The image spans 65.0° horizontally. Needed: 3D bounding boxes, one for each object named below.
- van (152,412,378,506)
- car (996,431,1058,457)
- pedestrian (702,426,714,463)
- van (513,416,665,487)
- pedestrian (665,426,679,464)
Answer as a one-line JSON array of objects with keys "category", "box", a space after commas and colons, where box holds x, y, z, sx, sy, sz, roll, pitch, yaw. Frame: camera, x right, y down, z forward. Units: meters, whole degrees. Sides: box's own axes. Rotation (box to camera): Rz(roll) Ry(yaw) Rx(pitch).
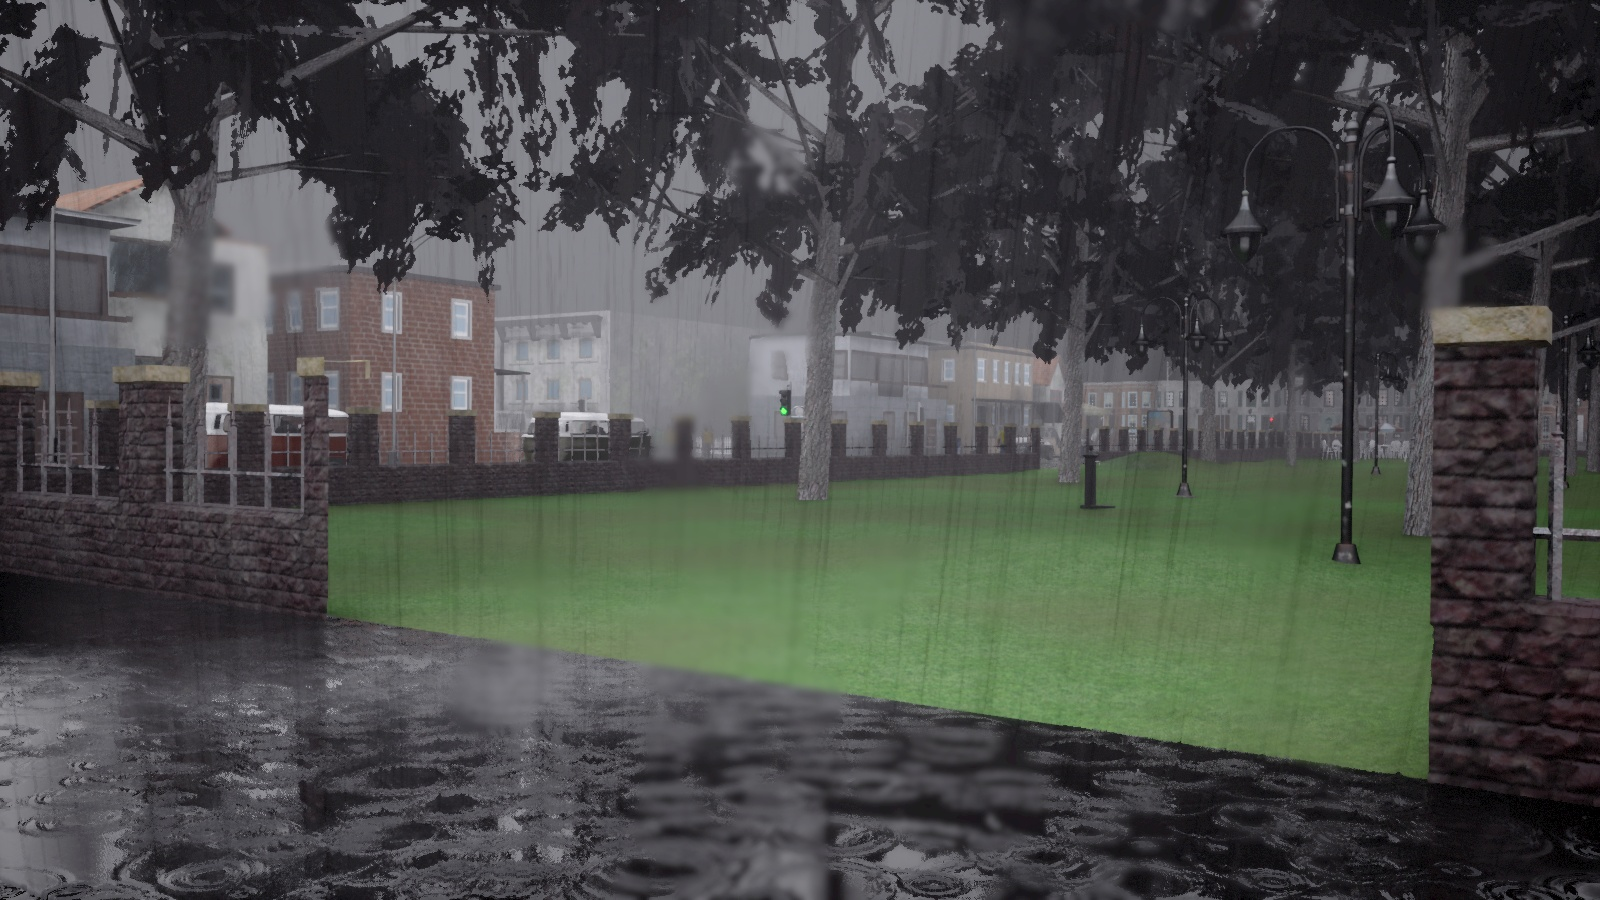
[{"category": "van", "box": [-12.475, 0.164, 29.567, 2.069, 2.038, 4.480, 0, 1, 33]}, {"category": "car", "box": [13.397, -0.373, 73.902, 1.812, 1.442, 4.674, 0, 1, 35]}, {"category": "pedestrian", "box": [-4.560, -0.286, 62.111, 0.431, 1.840, 0.709, 0, 1, 7]}, {"category": "van", "box": [-6.368, -0.009, 38.412, 2.069, 2.038, 4.480, 0, 1, 33]}, {"category": "pedestrian", "box": [-6.261, -0.261, 61.454, 0.370, 1.835, 0.726, 0, 1, 17]}]
